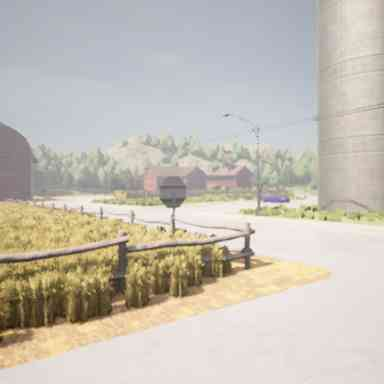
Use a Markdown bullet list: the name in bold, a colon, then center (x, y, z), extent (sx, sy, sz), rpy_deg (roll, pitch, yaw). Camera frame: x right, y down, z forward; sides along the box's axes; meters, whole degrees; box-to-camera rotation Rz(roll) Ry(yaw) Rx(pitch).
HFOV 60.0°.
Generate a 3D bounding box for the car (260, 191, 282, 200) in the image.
- **car**: center (17.454, 0.707, 73.753), extent (1.932, 1.855, 4.605), rpy_deg (-1, 0, -36)

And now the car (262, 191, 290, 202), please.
- **car**: center (13.916, 1.024, 54.791), extent (2.242, 1.667, 4.611), rpy_deg (-1, 0, -36)
